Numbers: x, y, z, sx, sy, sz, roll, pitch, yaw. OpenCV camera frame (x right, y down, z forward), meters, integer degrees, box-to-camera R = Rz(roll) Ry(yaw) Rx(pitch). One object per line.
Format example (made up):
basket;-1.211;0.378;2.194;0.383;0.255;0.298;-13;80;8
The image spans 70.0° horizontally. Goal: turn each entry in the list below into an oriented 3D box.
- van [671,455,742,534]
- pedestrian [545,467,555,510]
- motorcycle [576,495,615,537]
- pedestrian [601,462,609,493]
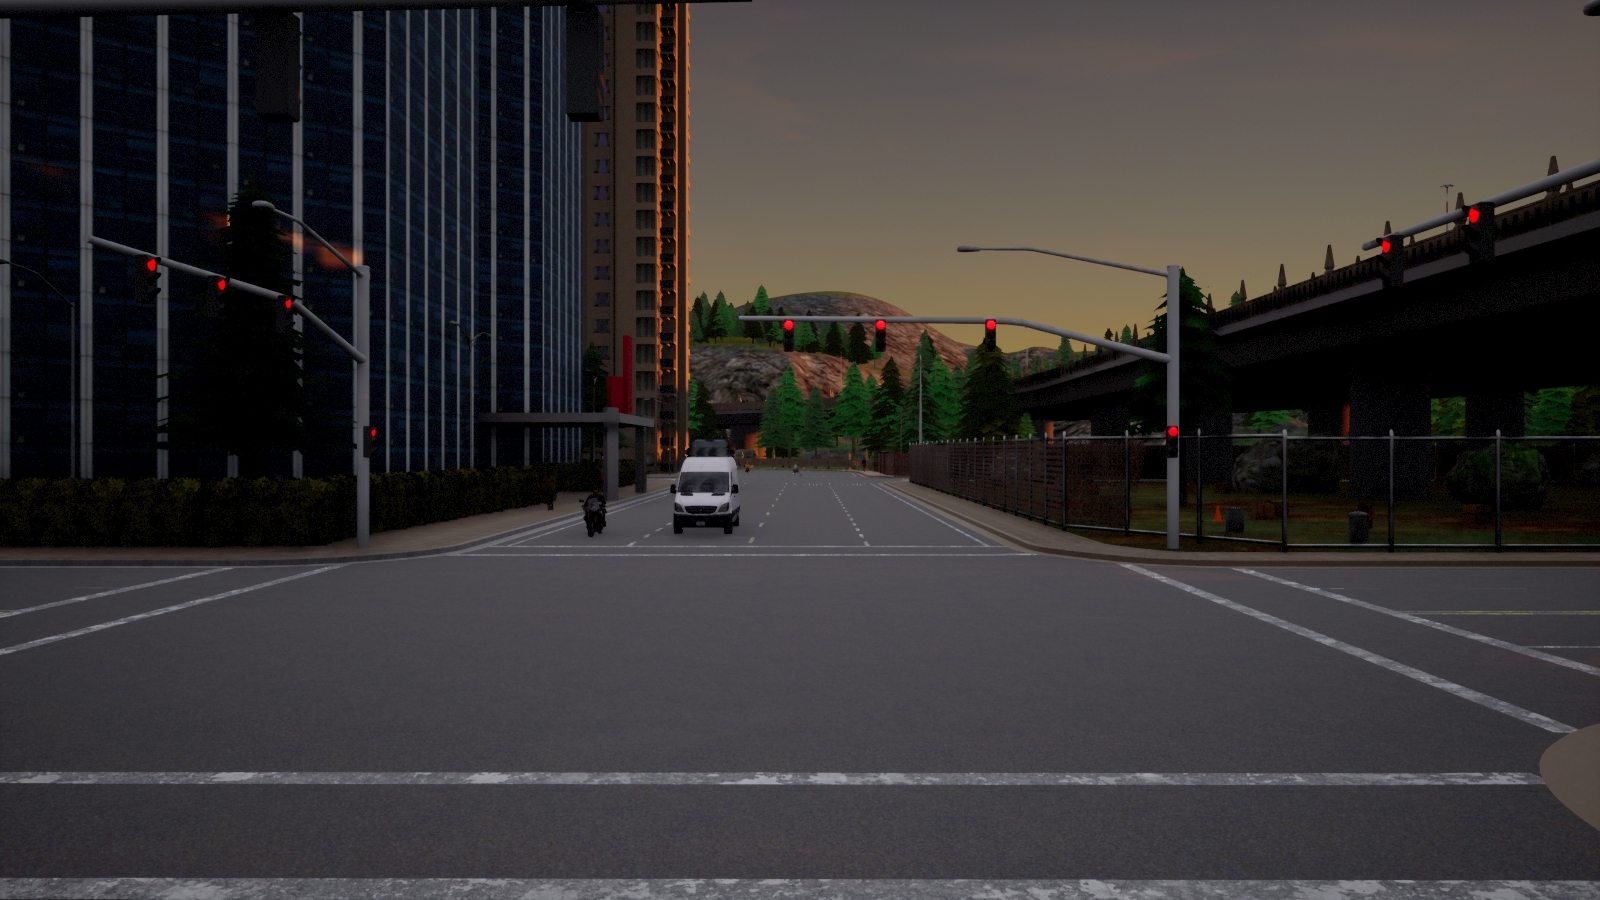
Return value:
van;-3.226;1.479;40.346;1.988;2.561;5.915;0;0;0
pedestrian;-10.730;1.642;49.037;0.375;1.860;0.375;0;0;2
motorcycle;-6.735;2.150;37.693;0.867;1.251;2.209;0;0;0
pedestrian;-11.596;1.641;67.889;0.375;1.860;0.375;0;0;1
